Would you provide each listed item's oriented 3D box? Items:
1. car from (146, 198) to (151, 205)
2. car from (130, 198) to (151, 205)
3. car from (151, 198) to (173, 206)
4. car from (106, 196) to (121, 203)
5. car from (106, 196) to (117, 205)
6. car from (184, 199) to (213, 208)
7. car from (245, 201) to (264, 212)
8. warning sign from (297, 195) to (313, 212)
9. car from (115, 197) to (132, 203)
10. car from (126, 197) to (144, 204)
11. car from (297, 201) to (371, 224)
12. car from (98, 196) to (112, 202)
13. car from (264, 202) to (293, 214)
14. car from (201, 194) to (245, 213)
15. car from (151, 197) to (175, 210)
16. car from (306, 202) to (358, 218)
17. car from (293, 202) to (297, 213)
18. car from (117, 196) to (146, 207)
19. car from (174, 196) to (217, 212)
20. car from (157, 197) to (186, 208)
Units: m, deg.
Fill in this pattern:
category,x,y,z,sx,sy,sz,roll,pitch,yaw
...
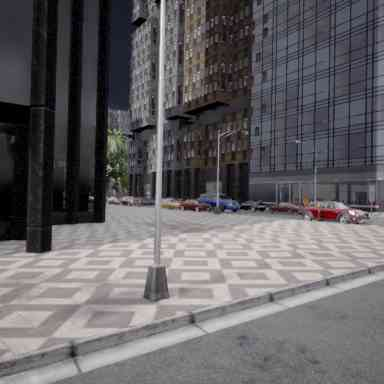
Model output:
category,x,y,z,sx,sy,sz,roll,pitch,yaw
car,-7.454,1.571,52.305,2.033,1.411,5.357,2,-1,-35
car,-9.322,1.705,60.123,1.895,1.301,4.718,2,-1,-35
car,-5.435,1.727,59.431,2.008,1.369,4.403,2,-1,-35
car,-18.277,1.701,77.437,1.752,1.417,4.829,2,-1,-35
car,-12.378,1.533,54.488,1.802,1.307,4.206,2,-1,-35
car,0.938,1.724,50.496,2.008,1.369,4.403,2,-1,-35
car,7.310,1.733,41.562,1.947,1.339,4.313,2,-1,-35
warning sign,12.853,1.340,37.781,1.300,1.860,1.060,2,-1,-35
car,-14.994,1.742,72.831,1.947,1.339,4.313,2,-1,-35
car,-11.807,1.742,68.364,1.947,1.339,4.313,2,-1,-35
car,9.914,1.372,23.242,1.967,1.590,4.097,2,-1,-37
car,-21.366,1.757,81.764,1.802,1.307,4.206,2,-1,-35
car,10.496,1.746,37.095,1.802,1.307,4.206,2,-1,-35
car,2.936,1.230,37.622,2.150,2.045,5.566,2,-1,-35
car,-2.718,1.470,40.947,1.752,1.417,4.829,2,-1,-35
car,13.683,1.727,32.629,1.947,1.339,4.313,2,-1,-35
car,11.061,1.552,26.273,2.033,1.411,5.357,2,-1,-33
car,-9.188,1.390,50.022,1.967,1.590,4.097,2,-1,-35
car,0.370,1.486,36.617,1.887,1.381,4.507,2,-1,-35
car,-3.227,1.595,51.655,2.128,1.511,4.902,2,-1,-35
